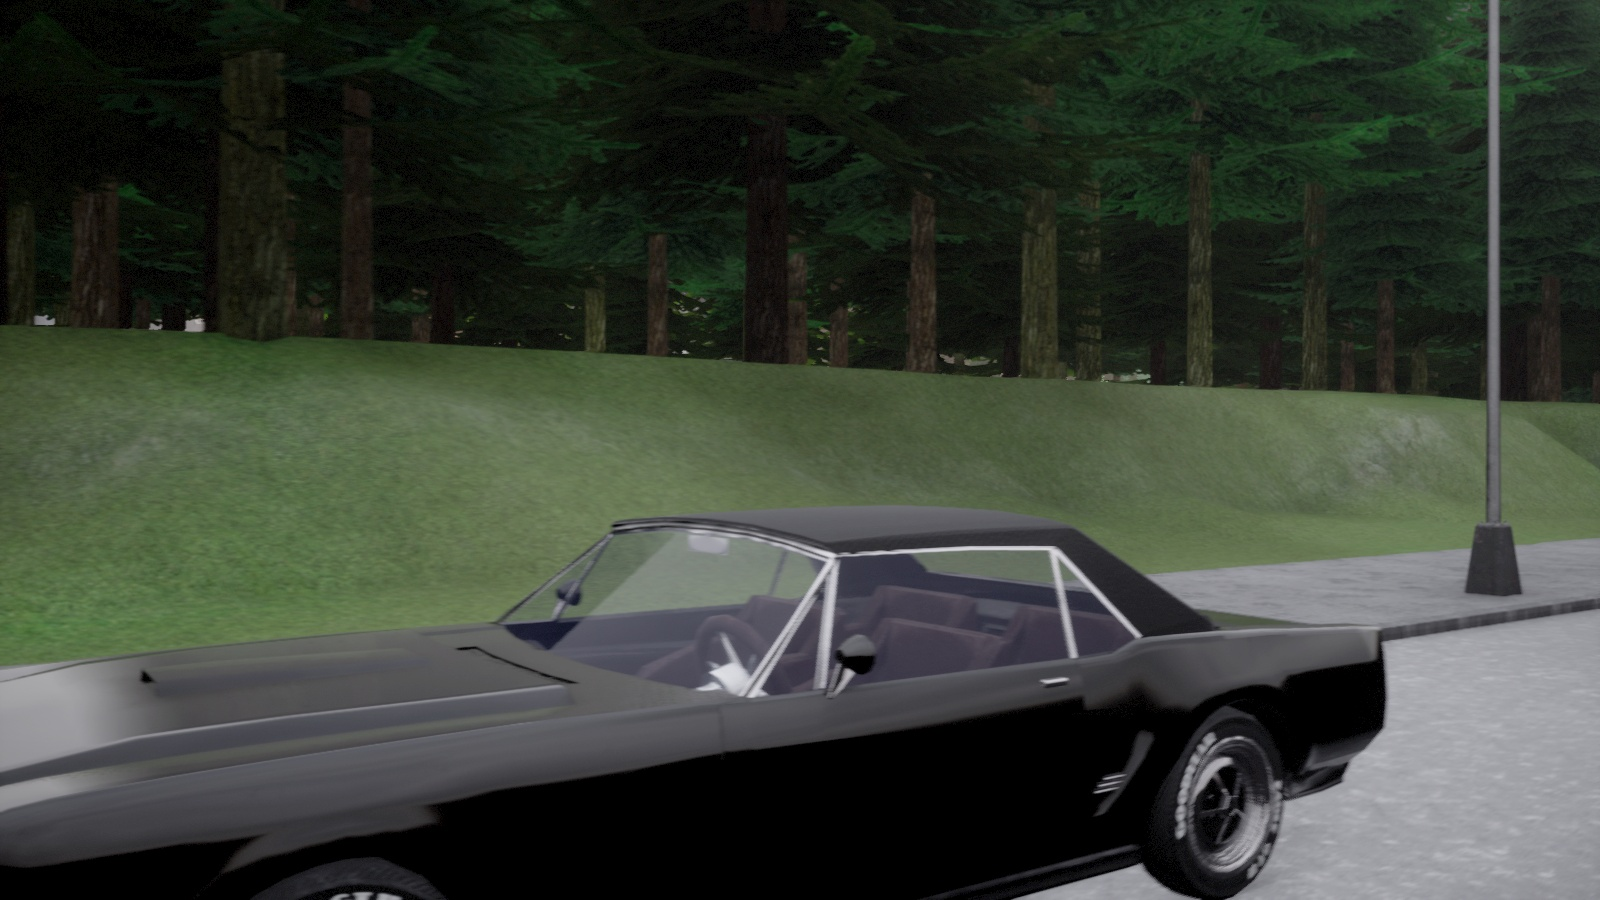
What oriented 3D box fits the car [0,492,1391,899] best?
[{"bbox_3d":[-0.302,0.856,4.059,4.718,1.301,1.895,0,0,-35],"label":"car"}]
